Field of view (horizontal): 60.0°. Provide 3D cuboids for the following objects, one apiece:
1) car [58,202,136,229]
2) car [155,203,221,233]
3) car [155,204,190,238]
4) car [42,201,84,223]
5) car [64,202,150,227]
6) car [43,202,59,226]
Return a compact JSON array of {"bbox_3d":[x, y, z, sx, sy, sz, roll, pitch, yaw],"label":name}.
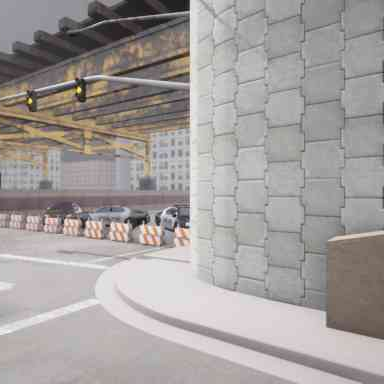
[{"bbox_3d":[-5.124,1.453,20.314,4.974,1.542,2.038,0,0,0],"label":"car"},{"bbox_3d":[-0.378,1.295,17.774,1.853,1.218,4.536,0,0,-25],"label":"car"},{"bbox_3d":[-0.356,1.453,17.727,2.038,1.542,4.974,0,0,-25],"label":"car"},{"bbox_3d":[-8.827,1.295,23.120,1.853,1.218,4.536,0,0,-10],"label":"car"},{"bbox_3d":[-5.072,1.295,20.314,4.536,1.218,1.853,0,0,0],"label":"car"},{"bbox_3d":[-8.818,1.453,23.069,2.038,1.542,4.974,0,0,-10],"label":"car"}]
